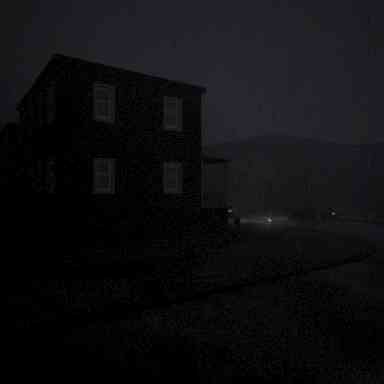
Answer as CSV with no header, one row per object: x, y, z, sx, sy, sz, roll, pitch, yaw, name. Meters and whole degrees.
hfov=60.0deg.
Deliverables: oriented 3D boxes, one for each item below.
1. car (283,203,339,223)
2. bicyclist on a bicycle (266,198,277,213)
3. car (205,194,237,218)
9.257,1.564,26.068,1.994,1.385,4.181,0,0,-34,car
8.322,1.348,34.790,1.656,1.620,0.582,0,0,-35,bicyclist on a bicycle
1.575,1.221,29.786,2.150,2.045,5.566,0,0,-35,car
